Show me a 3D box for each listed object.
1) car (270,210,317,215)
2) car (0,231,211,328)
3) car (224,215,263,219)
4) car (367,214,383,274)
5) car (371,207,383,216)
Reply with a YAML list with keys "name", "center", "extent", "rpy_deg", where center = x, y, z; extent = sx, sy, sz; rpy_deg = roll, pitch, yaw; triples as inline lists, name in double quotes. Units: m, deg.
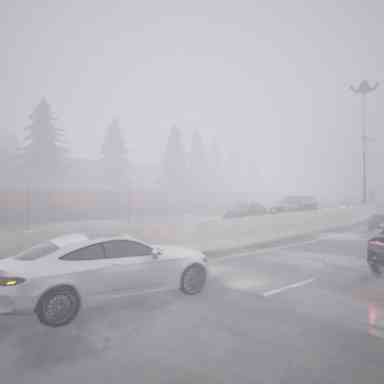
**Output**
- name: "car"
  center: [8.056, 1.299, 26.035]
  extent: [2.150, 2.045, 5.566]
  rpy_deg: [0, 0, 40]
- name: "car"
  center: [-1.726, 1.556, 7.042]
  extent: [4.674, 1.442, 1.812]
  rpy_deg: [0, 0, -37]
- name: "car"
  center: [4.516, 1.593, 27.346]
  extent: [1.837, 1.490, 4.892]
  rpy_deg: [0, 0, 42]
- name: "car"
  center: [6.738, 1.512, 9.525]
  extent: [4.902, 1.511, 2.128]
  rpy_deg: [0, 0, -41]
- name: "car"
  center: [11.697, 1.571, 19.349]
  extent: [1.812, 1.442, 4.674]
  rpy_deg: [0, 0, 43]
